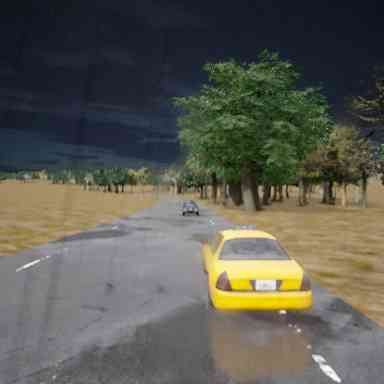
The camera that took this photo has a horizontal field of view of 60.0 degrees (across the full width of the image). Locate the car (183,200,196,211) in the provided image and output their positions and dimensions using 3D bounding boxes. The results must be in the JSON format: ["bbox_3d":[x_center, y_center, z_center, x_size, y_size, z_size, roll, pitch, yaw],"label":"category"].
[{"bbox_3d":[-0.368,1.908,47.500,1.812,1.442,4.674,0,0,-1],"label":"car"}]

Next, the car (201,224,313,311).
[{"bbox_3d":[1.216,1.540,8.068,1.801,1.575,5.366,0,-1,0],"label":"car"}]

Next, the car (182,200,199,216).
[{"bbox_3d":[-0.155,1.867,36.917,2.033,1.411,5.357,0,0,-1],"label":"car"}]
